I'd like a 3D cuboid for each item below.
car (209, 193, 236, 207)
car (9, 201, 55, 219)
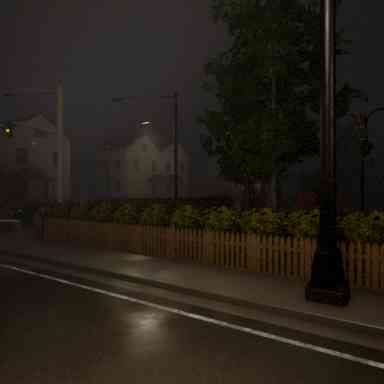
[{"bbox_3d":[4.354,1.215,48.768,2.150,2.045,5.566,0,0,35],"label":"car"},{"bbox_3d":[-13.607,1.519,29.386,1.812,1.442,4.674,0,0,35],"label":"car"}]
